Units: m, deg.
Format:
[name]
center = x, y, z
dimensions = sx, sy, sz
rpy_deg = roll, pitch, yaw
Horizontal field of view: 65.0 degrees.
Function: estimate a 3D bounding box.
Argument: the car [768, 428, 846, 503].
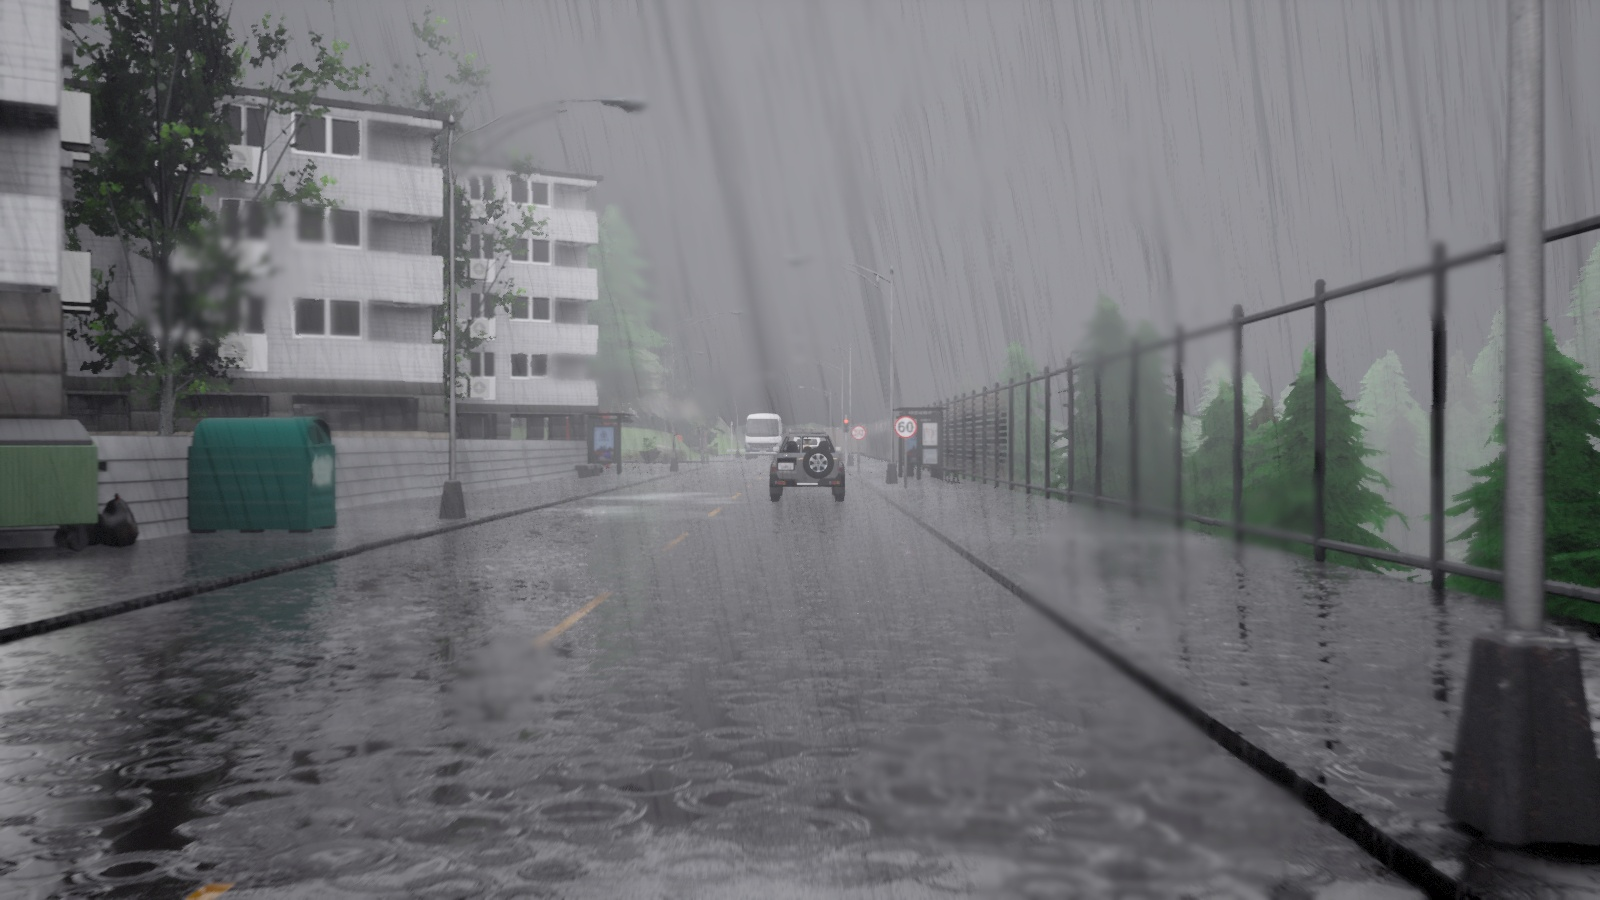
[car]
center = 0.194, 0.376, 33.310
dimensions = 1.932, 1.855, 4.605
rpy_deg = 0, 0, 0
